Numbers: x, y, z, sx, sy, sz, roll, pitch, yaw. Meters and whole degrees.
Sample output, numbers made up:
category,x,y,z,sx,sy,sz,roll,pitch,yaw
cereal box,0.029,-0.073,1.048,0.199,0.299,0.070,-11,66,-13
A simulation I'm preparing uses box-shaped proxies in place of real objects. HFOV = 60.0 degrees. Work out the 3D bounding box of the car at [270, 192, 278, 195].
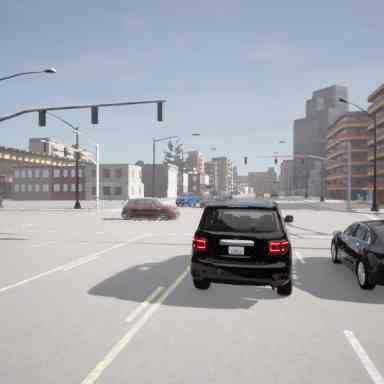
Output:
category,x,y,z,sx,sy,sz,roll,pitch,yaw
car,20.766,0.743,84.461,2.033,1.411,5.357,0,1,11

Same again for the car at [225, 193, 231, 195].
category,x,y,z,sx,sy,sz,roll,pitch,yaw
car,5.965,1.090,64.226,1.837,1.490,4.892,0,1,12

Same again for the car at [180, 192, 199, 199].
category,x,y,z,sx,sy,sz,roll,pitch,yaw
car,-0.806,1.079,48.438,2.150,2.045,5.566,0,1,12

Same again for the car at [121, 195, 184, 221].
category,x,y,z,sx,sy,sz,roll,pitch,yaw
car,-3.259,1.323,26.535,4.553,1.767,2.097,0,0,10

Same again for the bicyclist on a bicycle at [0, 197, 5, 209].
category,x,y,z,sx,sy,sz,roll,pitch,yaw
bicyclist on a bicycle,-23.885,1.303,41.395,0.582,1.620,1.656,0,0,10

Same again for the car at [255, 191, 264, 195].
category,x,y,z,sx,sy,sz,roll,pitch,yaw
car,17.331,0.558,85.135,2.097,1.767,4.553,0,1,11

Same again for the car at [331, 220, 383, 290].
category,x,y,z,sx,sy,sz,roll,pitch,yaw
car,5.083,1.505,8.898,1.837,1.490,4.892,0,0,11

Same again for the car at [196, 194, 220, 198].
category,x,y,z,sx,sy,sz,roll,pitch,yaw
car,2.278,1.380,46.035,1.837,1.490,4.892,0,1,11

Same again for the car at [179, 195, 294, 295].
category,x,y,z,sx,sy,sz,roll,pitch,yaw
car,1.522,1.221,9.015,2.150,2.045,5.566,0,0,14

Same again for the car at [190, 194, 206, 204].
category,x,y,z,sx,sy,sz,roll,pitch,yaw
car,1.096,1.217,57.916,1.837,1.490,4.892,0,1,11

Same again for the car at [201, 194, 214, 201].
category,x,y,z,sx,sy,sz,roll,pitch,yaw
car,3.223,1.074,68.183,2.033,1.411,5.357,0,1,12
